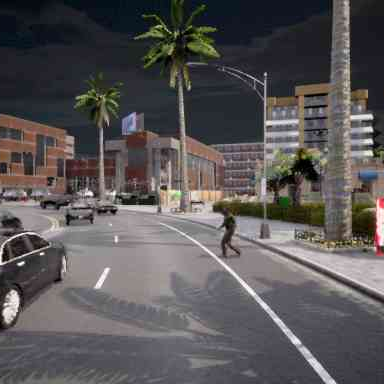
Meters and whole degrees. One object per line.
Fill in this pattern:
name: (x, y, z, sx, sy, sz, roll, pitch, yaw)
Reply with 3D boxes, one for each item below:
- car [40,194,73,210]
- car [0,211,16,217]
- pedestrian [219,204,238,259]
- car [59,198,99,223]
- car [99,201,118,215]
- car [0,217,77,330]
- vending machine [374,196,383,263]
car: (-17.568, 1.221, 43.373, 5.566, 2.045, 2.150, 0, 0, 38)
car: (-9.241, 1.564, 15.318, 1.994, 1.385, 4.181, 0, 0, -15)
pedestrian: (1.222, 1.294, 11.180, 0.375, 1.860, 0.375, 0, 0, -9)
car: (-8.532, 1.491, 24.911, 2.128, 1.511, 4.902, 0, 0, -23)
car: (-9.161, 1.601, 33.429, 1.895, 1.301, 4.718, 0, 0, -33)
car: (-3.997, 1.505, 6.799, 1.837, 1.490, 4.892, 0, 0, -5)
vending machine: (6.625, 1.195, 10.664, 1.100, 2.100, 0.880, 0, 0, -8)
